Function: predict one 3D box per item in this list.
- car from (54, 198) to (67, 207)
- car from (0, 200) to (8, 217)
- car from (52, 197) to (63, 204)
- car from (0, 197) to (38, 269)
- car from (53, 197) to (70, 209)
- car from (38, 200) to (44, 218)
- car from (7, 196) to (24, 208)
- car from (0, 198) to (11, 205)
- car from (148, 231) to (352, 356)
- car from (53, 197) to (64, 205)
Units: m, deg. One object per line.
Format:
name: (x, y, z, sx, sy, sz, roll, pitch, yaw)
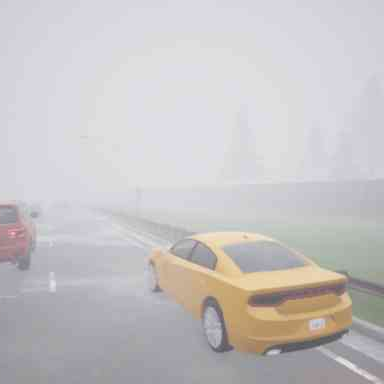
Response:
car: (-22.900, 1.849, 57.716, 1.994, 1.385, 4.181, 0, 0, -23)
car: (-20.117, 1.675, 33.845, 1.882, 1.535, 5.008, 0, 0, -23)
car: (-29.690, 1.779, 73.455, 2.128, 1.511, 4.902, 0, 0, -23)
car: (-6.439, 1.286, 10.975, 2.150, 2.045, 5.566, 0, 0, -23)
car: (-19.090, 1.804, 48.885, 1.994, 1.385, 4.181, 0, 0, -23)
car: (-15.206, 1.731, 31.296, 1.994, 1.385, 4.181, 0, 0, -23)
car: (-29.483, 1.660, 55.557, 2.097, 1.767, 4.553, 0, 0, -23)
car: (-40.251, 1.959, 71.430, 1.994, 1.385, 4.181, 0, 0, -23)
car: (0.571, 1.495, 6.404, 1.882, 1.535, 5.008, 0, 0, -23)
car: (-26.386, 1.805, 65.796, 1.837, 1.490, 4.892, 0, 0, -23)
